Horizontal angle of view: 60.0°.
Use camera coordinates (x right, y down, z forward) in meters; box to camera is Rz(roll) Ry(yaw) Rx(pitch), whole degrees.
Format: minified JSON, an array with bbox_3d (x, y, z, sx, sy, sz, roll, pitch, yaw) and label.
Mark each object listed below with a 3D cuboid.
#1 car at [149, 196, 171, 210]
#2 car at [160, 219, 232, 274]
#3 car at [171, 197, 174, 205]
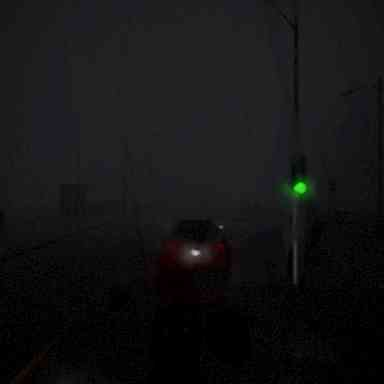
[{"bbox_3d":[-4.064,1.295,40.956,2.097,1.767,4.553,0,0,0],"label":"car"},{"bbox_3d":[0.097,1.548,10.542,1.994,1.385,4.181,0,0,0],"label":"car"},{"bbox_3d":[-4.022,1.465,56.538,2.033,1.411,5.357,0,0,1],"label":"car"}]
